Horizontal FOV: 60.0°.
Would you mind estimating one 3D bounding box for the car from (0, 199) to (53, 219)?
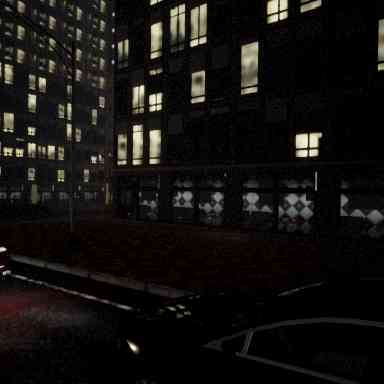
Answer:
[{"bbox_3d":[-15.671,1.517,30.561,2.192,1.841,5.009,1,0,36],"label":"car"}]

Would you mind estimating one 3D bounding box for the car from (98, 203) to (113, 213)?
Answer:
[{"bbox_3d":[-8.888,1.828,39.783,1.752,1.417,4.829,1,0,36],"label":"car"}]

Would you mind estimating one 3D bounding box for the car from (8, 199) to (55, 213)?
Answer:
[{"bbox_3d":[-19.183,1.641,39.931,1.752,1.417,4.829,1,0,36],"label":"car"}]

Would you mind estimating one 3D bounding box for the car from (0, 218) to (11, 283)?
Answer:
[{"bbox_3d":[-6.376,1.487,8.203,4.902,1.511,2.128,0,0,36],"label":"car"}]

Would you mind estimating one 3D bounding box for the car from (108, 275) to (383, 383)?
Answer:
[{"bbox_3d":[1.392,1.491,2.687,4.902,1.511,2.128,0,0,35],"label":"car"}]
